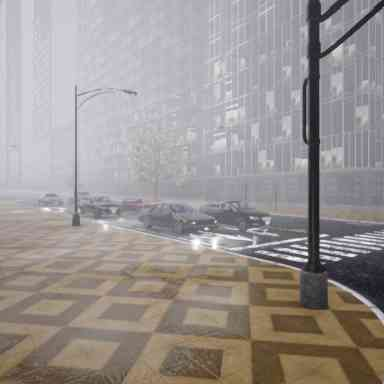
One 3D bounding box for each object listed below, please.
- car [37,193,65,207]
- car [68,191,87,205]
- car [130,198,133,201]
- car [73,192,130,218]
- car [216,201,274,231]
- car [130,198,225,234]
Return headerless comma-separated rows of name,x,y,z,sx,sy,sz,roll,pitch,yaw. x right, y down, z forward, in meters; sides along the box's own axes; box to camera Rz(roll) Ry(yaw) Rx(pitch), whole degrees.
car,-15.505,0.838,36.305,1.812,1.442,4.674,0,2,-38
car,-12.332,0.682,37.519,2.097,1.767,4.553,0,1,-38
car,-4.432,1.162,27.399,1.895,1.301,4.718,0,1,-38
car,-7.026,1.055,25.442,2.128,1.511,4.902,0,1,-38
car,2.330,1.254,18.784,2.128,1.511,4.902,0,1,-38
car,-0.953,1.292,17.700,2.033,1.411,5.357,0,1,-38
